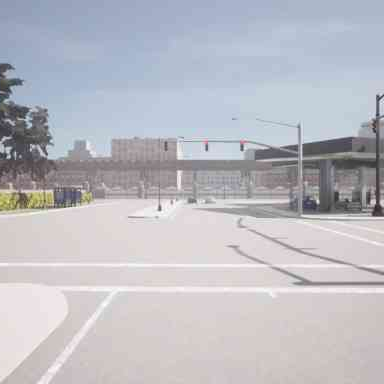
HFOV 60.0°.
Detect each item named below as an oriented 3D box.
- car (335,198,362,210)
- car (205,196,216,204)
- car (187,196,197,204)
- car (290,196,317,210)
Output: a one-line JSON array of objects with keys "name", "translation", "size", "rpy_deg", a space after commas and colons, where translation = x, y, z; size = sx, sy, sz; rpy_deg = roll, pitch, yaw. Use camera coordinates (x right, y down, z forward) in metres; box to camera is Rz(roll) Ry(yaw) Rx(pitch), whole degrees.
[{"name": "car", "translation": [18.994, 1.456, 40.524], "size": [1.970, 1.475, 3.806], "rpy_deg": [0, 0, 0]}, {"name": "car", "translation": [3.561, 1.526, 64.451], "size": [1.812, 1.442, 4.674], "rpy_deg": [0, 0, 0]}, {"name": "car", "translation": [0.061, 1.547, 64.454], "size": [2.033, 1.411, 5.357], "rpy_deg": [0, 0, 0]}, {"name": "car", "translation": [13.248, 1.295, 39.767], "size": [2.242, 1.667, 4.611], "rpy_deg": [0, 0, 0]}]
